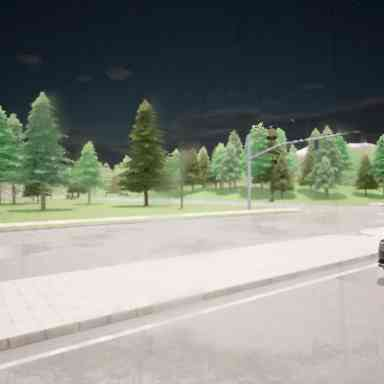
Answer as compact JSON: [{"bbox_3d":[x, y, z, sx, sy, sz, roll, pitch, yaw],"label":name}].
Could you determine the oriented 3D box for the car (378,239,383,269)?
[{"bbox_3d":[6.708,1.413,8.582,4.902,1.511,2.128,0,0,-35],"label":"car"}]
